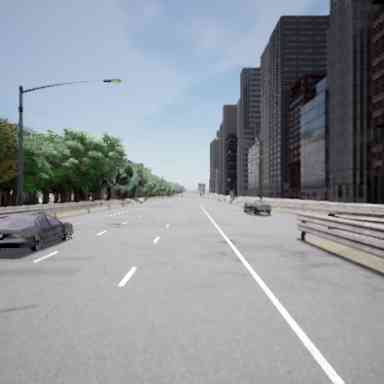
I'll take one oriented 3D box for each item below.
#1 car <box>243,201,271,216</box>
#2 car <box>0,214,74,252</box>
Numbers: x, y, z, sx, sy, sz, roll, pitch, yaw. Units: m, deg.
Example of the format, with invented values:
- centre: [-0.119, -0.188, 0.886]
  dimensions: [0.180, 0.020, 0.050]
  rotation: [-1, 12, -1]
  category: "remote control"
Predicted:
- centre: [7.170, 1.766, 37.068]
  dimensions: [2.128, 1.511, 4.902]
  rotation: [0, 0, -10]
  category: "car"
- centre: [-6.902, 1.645, 14.419]
  dimensions: [2.033, 1.411, 5.357]
  rotation: [0, 0, 0]
  category: "car"
